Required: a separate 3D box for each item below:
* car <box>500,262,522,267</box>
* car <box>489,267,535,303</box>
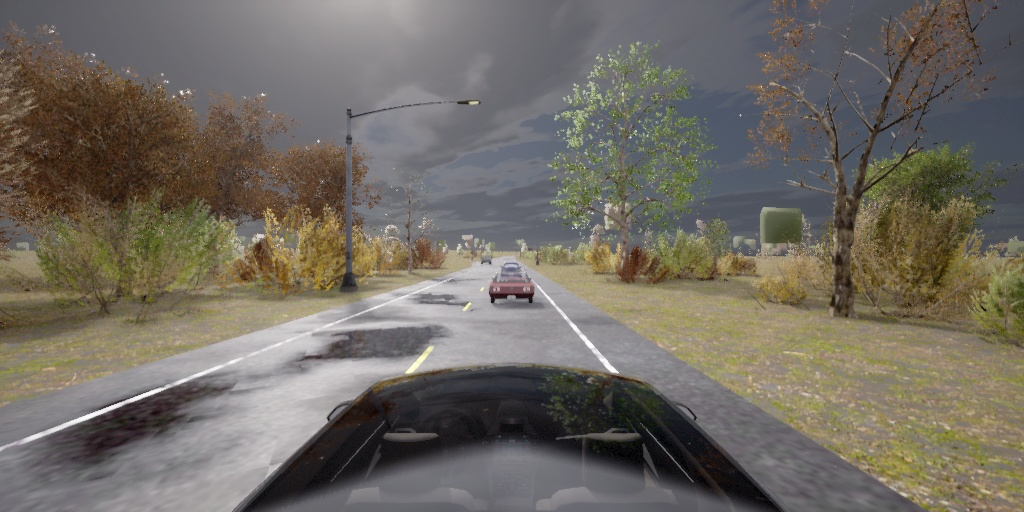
[{"bbox_3d":[-0.078,1.281,31.509,1.812,1.442,4.674,0,0,0],"label":"car"},{"bbox_3d":[-0.017,1.364,16.535,1.895,1.301,4.718,0,0,0],"label":"car"}]
